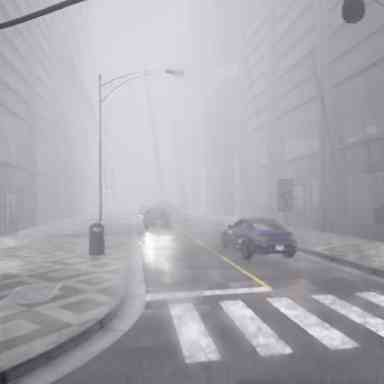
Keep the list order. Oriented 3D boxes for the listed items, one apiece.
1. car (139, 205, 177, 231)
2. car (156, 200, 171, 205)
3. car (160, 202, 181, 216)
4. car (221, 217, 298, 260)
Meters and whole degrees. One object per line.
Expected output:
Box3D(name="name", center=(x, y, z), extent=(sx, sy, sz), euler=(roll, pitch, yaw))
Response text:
Box3D(name="car", center=(-2.637, 1.953, 24.744), extent=(2.128, 1.511, 4.902), euler=(0, -1, -10))
Box3D(name="car", center=(-4.459, 2.228, 52.925), extent=(2.150, 2.045, 5.566), euler=(0, -1, -10))
Box3D(name="car", center=(-2.626, 2.347, 42.808), extent=(2.033, 1.411, 5.357), euler=(0, -1, -9))
Box3D(name="car", center=(2.528, 1.724, 13.303), extent=(1.812, 1.442, 4.674), euler=(0, -1, -10))
